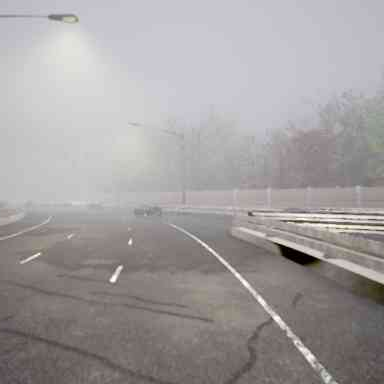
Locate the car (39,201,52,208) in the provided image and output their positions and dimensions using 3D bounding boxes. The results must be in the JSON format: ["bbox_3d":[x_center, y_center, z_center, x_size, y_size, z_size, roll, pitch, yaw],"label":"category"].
[{"bbox_3d":[-33.020,2.784,74.491,1.994,1.385,4.181,1,-1,-45],"label":"car"}]

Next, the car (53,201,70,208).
[{"bbox_3d":[-30.065,2.790,76.540,1.812,1.442,4.674,1,-1,-45],"label":"car"}]

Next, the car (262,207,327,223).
[{"bbox_3d":[7.020,1.819,23.495,4.674,1.442,1.812,-1,-1,40],"label":"car"}]

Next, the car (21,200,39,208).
[{"bbox_3d":[-35.557,2.561,72.083,2.097,1.767,4.553,1,-1,-45],"label":"car"}]

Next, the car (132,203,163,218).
[{"bbox_3d":[-5.119,2.069,37.597,1.837,1.490,4.892,-1,-1,-36],"label":"car"}]

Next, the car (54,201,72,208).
[{"bbox_3d":[-28.906,2.841,75.147,1.882,1.535,5.008,1,-1,-42],"label":"car"}]

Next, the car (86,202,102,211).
[{"bbox_3d":[-17.936,2.501,60.918,1.882,1.535,5.008,1,-1,-31],"label":"car"}]
